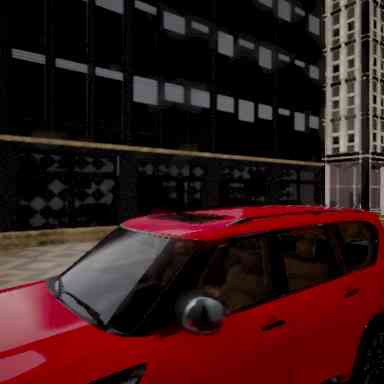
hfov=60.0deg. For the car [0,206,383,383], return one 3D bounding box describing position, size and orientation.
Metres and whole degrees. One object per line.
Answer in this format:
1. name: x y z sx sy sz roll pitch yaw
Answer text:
1. car: 0.102 1.220 3.442 5.566 2.045 2.150 0 0 -35
